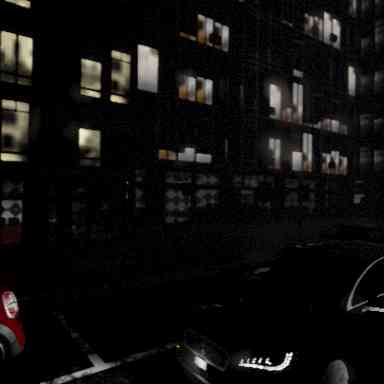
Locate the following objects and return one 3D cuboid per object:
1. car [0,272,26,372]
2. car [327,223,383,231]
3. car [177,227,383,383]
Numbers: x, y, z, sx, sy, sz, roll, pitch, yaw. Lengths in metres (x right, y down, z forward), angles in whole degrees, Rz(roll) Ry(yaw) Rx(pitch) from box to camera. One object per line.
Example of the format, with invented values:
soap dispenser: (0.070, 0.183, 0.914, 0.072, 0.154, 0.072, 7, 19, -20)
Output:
car: (-4.164, 1.433, 3.576, 4.097, 1.590, 1.967, 0, 1, -36)
car: (4.862, 1.630, 10.022, 4.206, 1.307, 1.802, 0, 1, -36)
car: (2.067, 1.528, 4.840, 4.892, 1.490, 1.837, 0, 0, -36)
